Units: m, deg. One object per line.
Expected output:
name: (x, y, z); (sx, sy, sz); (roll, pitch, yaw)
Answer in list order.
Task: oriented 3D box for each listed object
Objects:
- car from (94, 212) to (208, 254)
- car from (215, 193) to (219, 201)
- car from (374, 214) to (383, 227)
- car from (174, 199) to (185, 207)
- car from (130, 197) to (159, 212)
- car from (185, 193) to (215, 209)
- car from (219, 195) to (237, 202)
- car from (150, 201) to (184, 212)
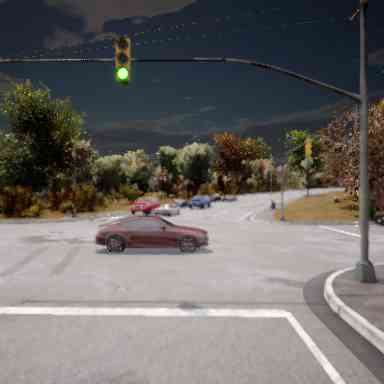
car: (-1.653, 1.712, 13.833); (4.674, 1.442, 1.812); (0, -1, 2)
car: (4.068, 1.041, 66.032); (2.097, 1.767, 4.553); (0, 2, 27)
car: (15.415, 1.843, 23.766); (4.181, 1.385, 1.994); (-1, -1, 2)
car: (-1.980, 1.802, 52.511); (1.812, 1.442, 4.674); (0, 2, 19)
car: (-5.651, 1.682, 41.293); (2.150, 2.045, 5.566); (0, 0, 14)
car: (1.265, 1.485, 51.290); (2.150, 2.045, 5.566); (0, 1, 21)
car: (7.377, 1.209, 64.802); (1.994, 1.385, 4.181); (0, 3, 27)
car: (-2.784, 2.059, 38.497); (1.895, 1.301, 4.718); (0, 0, 15)
